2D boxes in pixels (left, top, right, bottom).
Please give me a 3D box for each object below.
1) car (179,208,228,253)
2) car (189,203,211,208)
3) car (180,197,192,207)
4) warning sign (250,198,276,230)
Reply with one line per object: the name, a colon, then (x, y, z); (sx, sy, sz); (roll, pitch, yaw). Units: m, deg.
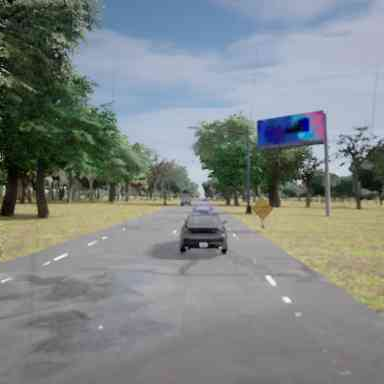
car: (0.490, 1.648, 14.302); (1.837, 1.490, 4.892); (0, 0, 2)
car: (0.947, 1.827, 29.386); (1.812, 1.442, 4.674); (0, 0, 2)
car: (-1.277, 2.095, 71.869); (2.150, 2.045, 5.566); (0, -1, 2)
warning sign: (4.187, 1.295, 19.766); (1.300, 1.860, 1.060); (-1, -1, 2)
